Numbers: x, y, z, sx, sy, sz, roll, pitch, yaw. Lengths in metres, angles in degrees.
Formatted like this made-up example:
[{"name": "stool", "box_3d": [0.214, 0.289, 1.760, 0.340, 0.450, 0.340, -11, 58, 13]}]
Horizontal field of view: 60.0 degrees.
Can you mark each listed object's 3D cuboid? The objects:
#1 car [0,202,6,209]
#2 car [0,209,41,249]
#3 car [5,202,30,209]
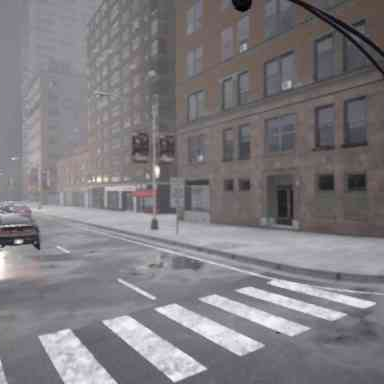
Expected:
[{"name": "car", "box_3d": [-24.993, 2.121, 45.675, 1.837, 1.490, 4.892, -1, 0, -34]}, {"name": "car", "box_3d": [-8.154, 1.739, 15.173, 1.837, 1.490, 4.892, -1, 0, -33]}, {"name": "car", "box_3d": [-19.344, 2.055, 37.375, 1.994, 1.385, 4.181, -1, 0, -34]}]
